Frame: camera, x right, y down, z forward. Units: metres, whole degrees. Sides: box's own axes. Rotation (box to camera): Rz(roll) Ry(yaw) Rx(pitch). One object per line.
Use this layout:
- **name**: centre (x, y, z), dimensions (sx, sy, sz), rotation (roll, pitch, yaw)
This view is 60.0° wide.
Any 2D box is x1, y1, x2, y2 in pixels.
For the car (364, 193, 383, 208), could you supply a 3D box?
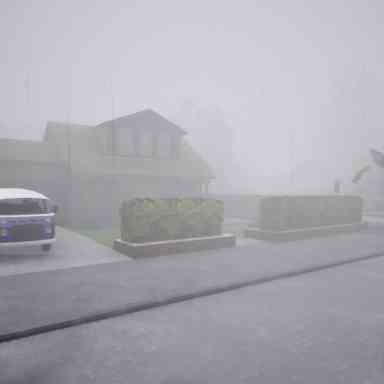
- **car**: centre (23.130, 0.985, 40.297), dimensions (3.866, 1.878, 1.905), rotation (0, 0, 0)
